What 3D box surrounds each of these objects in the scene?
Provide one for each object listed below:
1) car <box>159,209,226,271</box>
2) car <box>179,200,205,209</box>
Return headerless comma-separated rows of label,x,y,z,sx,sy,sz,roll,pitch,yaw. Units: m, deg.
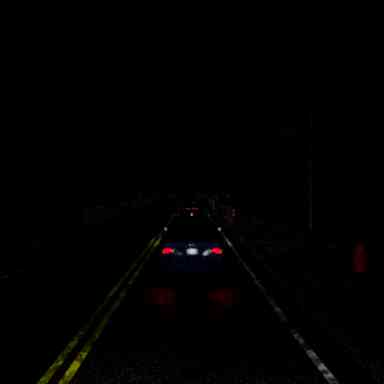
car,0.014,1.519,10.761,2.033,1.411,5.357,0,0,0
car,0.003,1.432,27.946,1.837,1.490,4.892,0,1,0
